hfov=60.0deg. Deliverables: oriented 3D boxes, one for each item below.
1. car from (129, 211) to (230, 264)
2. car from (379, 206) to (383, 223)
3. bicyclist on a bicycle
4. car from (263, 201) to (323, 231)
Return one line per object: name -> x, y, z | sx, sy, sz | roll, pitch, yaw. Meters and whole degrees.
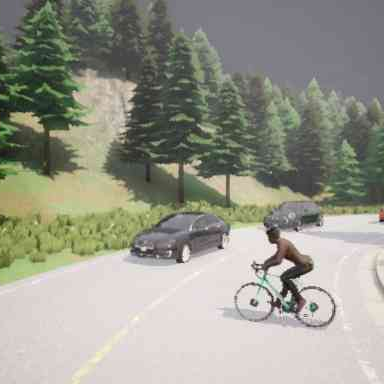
car -> -0.214, 1.498, 12.134 | 1.837, 1.490, 4.892 | 0, 0, 31
car -> 15.738, 1.337, 24.468 | 4.553, 1.767, 2.097 | 0, 0, -38
bicyclist on a bicycle -> 1.529, 1.434, 5.576 | 1.656, 1.620, 0.582 | 0, 0, 16
car -> 6.305, 1.338, 20.542 | 2.097, 1.767, 4.553 | 0, 0, 43
